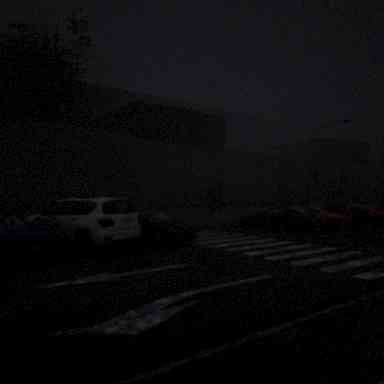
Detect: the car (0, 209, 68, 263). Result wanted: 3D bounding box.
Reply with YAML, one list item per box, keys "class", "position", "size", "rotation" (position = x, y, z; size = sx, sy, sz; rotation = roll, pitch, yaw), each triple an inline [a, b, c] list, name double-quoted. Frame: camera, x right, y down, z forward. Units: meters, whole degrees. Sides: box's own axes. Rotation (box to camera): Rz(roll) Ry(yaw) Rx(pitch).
- class: "car"
  position: [-6.907, 1.495, 11.720]
  size: [5.008, 1.535, 2.097]
  rotation: [-1, -1, 35]

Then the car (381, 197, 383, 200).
- class: "car"
  position: [17.412, 1.503, 28.997]
  size: [4.553, 1.767, 2.185]
  rotation: [-1, -1, 34]

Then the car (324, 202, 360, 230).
- class: "car"
  position: [7.822, 1.551, 21.989]
  size: [5.366, 1.575, 1.946]
  rotation: [-1, -1, 35]

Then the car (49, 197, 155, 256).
- class: "car"
  position: [-4.505, 1.248, 13.459]
  size: [5.566, 2.045, 2.435]
  rotation: [-1, -1, 35]

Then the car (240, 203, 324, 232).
- class: "car"
  position: [5.241, 1.580, 20.358]
  size: [4.674, 1.452, 2.002]
  rotation: [-1, -1, 35]

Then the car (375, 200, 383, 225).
- class: "car"
  position: [12.683, 1.590, 25.449]
  size: [5.366, 1.575, 1.946]
  rotation: [-1, -1, 35]

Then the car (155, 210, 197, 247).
- class: "car"
  position: [-2.050, 1.507, 15.184]
  size: [4.892, 1.521, 2.231]
  rotation: [-1, -1, 34]

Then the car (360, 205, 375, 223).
- class: "car"
  position: [10.072, 1.605, 23.836]
  size: [4.792, 1.488, 2.163]
  rotation: [-1, -1, 35]
